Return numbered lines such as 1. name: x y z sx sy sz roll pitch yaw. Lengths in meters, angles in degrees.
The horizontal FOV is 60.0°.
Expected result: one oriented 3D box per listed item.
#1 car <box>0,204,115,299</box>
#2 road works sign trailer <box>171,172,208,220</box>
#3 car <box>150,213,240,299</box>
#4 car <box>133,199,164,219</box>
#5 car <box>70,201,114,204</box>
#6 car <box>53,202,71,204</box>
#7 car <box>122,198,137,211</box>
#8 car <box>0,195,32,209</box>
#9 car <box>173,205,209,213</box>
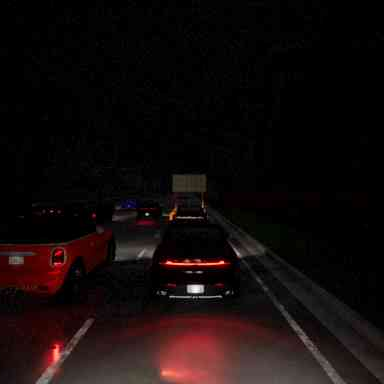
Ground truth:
1. car: -3.454 1.353 8.635 2.097 1.767 4.553 0 0 0
2. road works sign trailer: -0.186 0.464 22.698 2.380 3.560 2.880 0 0 -3
3. car: 0.047 1.505 8.439 1.837 1.490 4.892 0 0 0
4. car: -3.629 1.507 29.234 1.837 1.490 4.892 0 1 -1
5. car: -7.085 1.601 24.204 1.895 1.301 4.718 0 0 -1
6. car: -10.621 1.547 27.606 2.033 1.411 5.357 0 0 0
7. car: -7.228 1.478 40.393 1.882 1.535 5.008 0 -1 -1
8. car: -14.092 1.223 25.131 2.150 2.045 5.566 0 0 -1
9. car: -0.069 1.488 18.828 2.128 1.511 4.902 0 0 1
